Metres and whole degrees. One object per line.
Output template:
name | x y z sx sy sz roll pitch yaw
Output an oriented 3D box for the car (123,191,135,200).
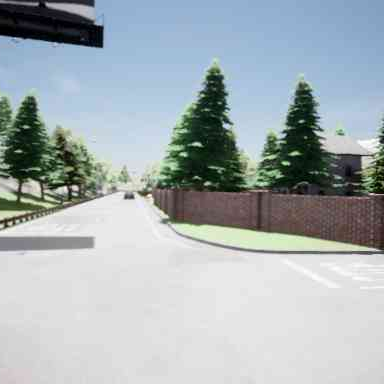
car | -11.598 0.606 61.673 2.097 1.767 4.553 2 0 -10
